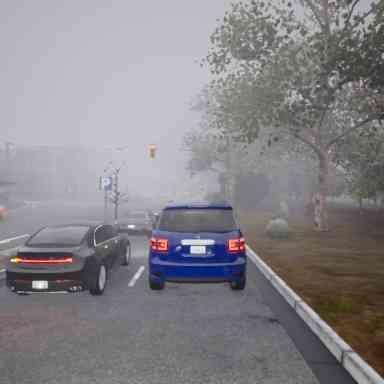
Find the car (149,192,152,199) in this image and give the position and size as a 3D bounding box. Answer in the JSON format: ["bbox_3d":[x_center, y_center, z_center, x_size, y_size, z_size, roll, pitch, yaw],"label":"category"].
[{"bbox_3d":[-12.508,1.359,77.927,4.674,1.452,2.002,-1,0,-13],"label":"car"}]

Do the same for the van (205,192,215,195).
[{"bbox_3d":[4.394,1.043,65.543,4.442,1.987,1.878,1,0,-14],"label":"van"}]

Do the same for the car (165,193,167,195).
[{"bbox_3d":[-10.424,1.316,92.892,5.008,1.535,2.097,-1,0,-11],"label":"car"}]

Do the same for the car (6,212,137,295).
[{"bbox_3d":[-2.876,1.515,8.741,1.837,1.490,4.892,0,0,0],"label":"car"}]

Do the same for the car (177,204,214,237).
[{"bbox_3d":[0.204,1.531,19.084,1.837,1.490,4.892,0,0,0],"label":"car"}]

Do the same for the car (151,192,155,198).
[{"bbox_3d":[-12.132,1.359,80.928,4.674,1.452,2.002,-1,0,-13],"label":"car"}]

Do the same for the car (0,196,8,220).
[{"bbox_3d":[-16.585,1.404,25.177,4.553,1.767,2.185,-1,0,-19],"label":"car"}]

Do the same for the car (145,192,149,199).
[{"bbox_3d":[-12.886,1.322,74.933,4.892,1.521,2.231,-1,0,-13],"label":"car"}]

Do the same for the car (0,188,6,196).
[{"bbox_3d":[-31.074,0.137,53.876,2.002,1.452,4.674,6,-3,-19],"label":"car"}]

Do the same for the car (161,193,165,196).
[{"bbox_3d":[-10.851,1.065,89.914,5.566,2.045,2.435,-1,0,-12],"label":"car"}]

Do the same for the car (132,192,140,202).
[{"bbox_3d":[-13.688,1.315,65.971,5.366,1.575,1.946,-1,0,-15],"label":"car"}]

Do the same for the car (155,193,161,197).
[{"bbox_3d":[-11.306,1.357,86.909,4.674,1.452,2.002,-1,0,-12],"label":"car"}]

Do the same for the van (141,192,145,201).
[{"bbox_3d":[-13.119,1.093,71.962,4.442,1.987,1.878,-1,0,-14],"label":"van"}]

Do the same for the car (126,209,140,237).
[{"bbox_3d":[-2.814,1.589,17.627,1.994,1.385,4.181,0,0,1],"label":"car"}]

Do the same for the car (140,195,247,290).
[{"bbox_3d":[0.127,1.233,9.226,2.150,2.045,5.566,0,0,0],"label":"car"}]

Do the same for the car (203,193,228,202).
[{"bbox_3d":[4.782,1.142,68.512,4.553,1.767,2.185,1,0,-14],"label":"car"}]

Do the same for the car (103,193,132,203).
[{"bbox_3d":[-14.338,1.358,62.980,4.792,1.488,2.163,-1,0,-15],"label":"car"}]

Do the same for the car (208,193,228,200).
[{"bbox_3d":[6.598,1.129,83.208,4.553,1.767,2.185,1,0,-12],"label":"car"}]
